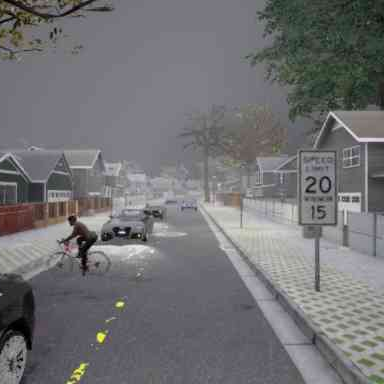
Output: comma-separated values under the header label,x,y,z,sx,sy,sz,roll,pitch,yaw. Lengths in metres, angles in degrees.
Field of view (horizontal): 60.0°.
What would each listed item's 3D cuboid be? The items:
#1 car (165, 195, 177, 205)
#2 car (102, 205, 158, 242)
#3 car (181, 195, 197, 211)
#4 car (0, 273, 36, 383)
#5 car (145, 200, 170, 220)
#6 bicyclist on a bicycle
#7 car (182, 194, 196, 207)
label,x,y,z,sx,sy,sz,roll,pitch,yaw
car,-3.417,1.312,54.943,1.882,1.535,5.008,0,0,0
car,-3.014,1.551,16.250,1.994,1.385,4.181,0,0,-1
car,-0.334,1.462,39.295,2.033,1.411,5.357,0,0,-1
car,-2.859,1.492,2.262,2.128,1.511,4.902,0,0,-1
car,-3.131,1.560,27.375,1.895,1.301,4.718,0,0,0
bicyclist on a bicycle,-3.002,1.450,8.794,1.656,1.620,0.582,-1,0,-1
car,-0.451,1.216,49.924,2.097,1.767,4.553,0,0,0
